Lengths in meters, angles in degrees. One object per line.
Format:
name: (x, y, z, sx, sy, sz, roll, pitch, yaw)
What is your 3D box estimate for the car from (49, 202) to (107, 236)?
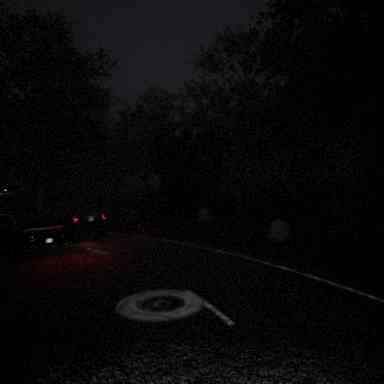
car: (-6.421, 1.321, 16.808, 4.553, 1.767, 2.097, -1, 1, 36)

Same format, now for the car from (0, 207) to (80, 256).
car: (-6.889, 1.510, 13.275, 4.902, 1.511, 2.128, -1, 1, 40)

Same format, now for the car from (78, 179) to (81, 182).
car: (-31.059, -3.252, 89.757, 1.837, 1.490, 4.892, -1, 5, 3)

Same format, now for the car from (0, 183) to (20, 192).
car: (-36.747, -0.949, 66.765, 2.097, 1.767, 4.553, -1, 5, 4)
